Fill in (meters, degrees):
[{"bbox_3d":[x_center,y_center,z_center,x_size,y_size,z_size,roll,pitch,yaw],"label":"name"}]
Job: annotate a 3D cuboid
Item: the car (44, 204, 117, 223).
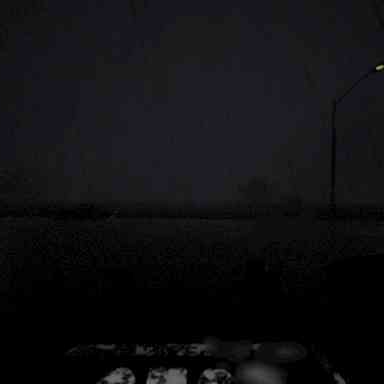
[{"bbox_3d":[-7.920,1.483,23.770,4.718,1.301,1.895,1,1,0],"label":"car"}]
